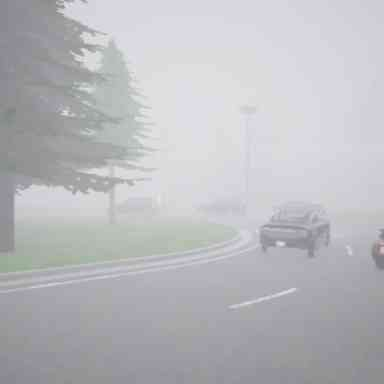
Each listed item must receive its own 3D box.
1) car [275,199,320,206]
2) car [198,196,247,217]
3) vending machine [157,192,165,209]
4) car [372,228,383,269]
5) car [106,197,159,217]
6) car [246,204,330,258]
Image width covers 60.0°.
[{"bbox_3d":[9.071,1.416,28.782,1.837,1.490,4.892,2,-1,-31],"label":"car"},{"bbox_3d":[2.696,1.242,30.472,4.553,1.767,2.097,0,1,41],"label":"car"},{"bbox_3d":[-3.777,1.032,40.732,0.880,2.100,1.100,0,0,5],"label":"vending machine"},{"bbox_3d":[6.877,1.577,10.329,1.895,1.301,4.718,0,0,34],"label":"car"},{"bbox_3d":[-5.290,1.227,29.651,4.553,1.767,2.097,0,1,7],"label":"car"},{"bbox_3d":[4.080,1.451,12.810,2.128,1.511,4.902,1,0,30],"label":"car"}]
